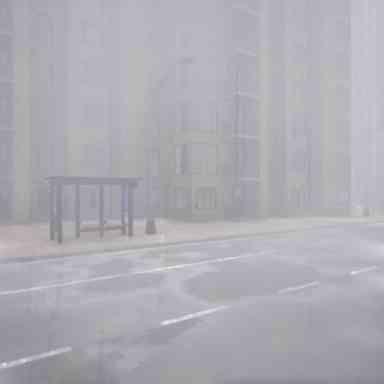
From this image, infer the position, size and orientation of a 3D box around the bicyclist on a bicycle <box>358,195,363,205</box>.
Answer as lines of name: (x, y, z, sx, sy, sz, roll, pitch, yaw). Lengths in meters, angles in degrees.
bicyclist on a bicycle: (27.669, 1.299, 54.648, 1.656, 1.620, 0.582, 0, 0, -35)
